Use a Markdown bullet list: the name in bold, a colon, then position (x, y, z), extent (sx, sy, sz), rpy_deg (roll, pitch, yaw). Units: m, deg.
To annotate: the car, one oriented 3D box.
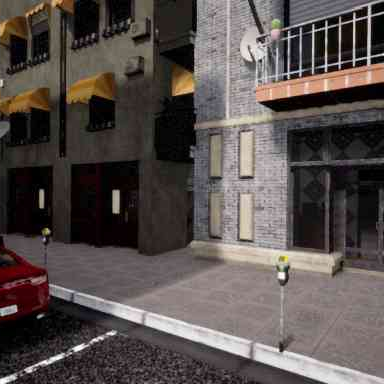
- **car**: position (-4.405, 1.544, 6.015), extent (4.507, 1.381, 1.887), rpy_deg (0, 1, 36)
